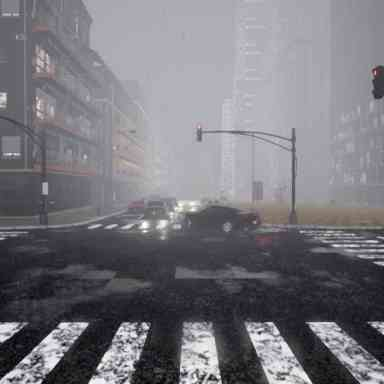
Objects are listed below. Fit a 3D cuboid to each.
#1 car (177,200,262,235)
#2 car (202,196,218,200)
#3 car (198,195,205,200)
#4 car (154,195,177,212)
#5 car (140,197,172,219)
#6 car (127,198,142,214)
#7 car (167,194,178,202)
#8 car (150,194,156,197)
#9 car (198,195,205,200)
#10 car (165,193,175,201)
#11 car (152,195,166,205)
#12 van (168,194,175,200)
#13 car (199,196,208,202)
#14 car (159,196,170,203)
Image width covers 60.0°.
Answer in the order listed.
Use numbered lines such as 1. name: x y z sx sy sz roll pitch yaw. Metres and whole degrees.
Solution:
1. car: 1.609 1.440 18.881 1.882 1.535 5.008 -2 1 -41
2. car: 2.635 1.540 41.120 1.887 1.381 4.507 -1 0 0
3. car: 2.621 1.533 92.131 1.752 1.417 4.829 -1 0 0
4. car: -3.106 1.473 39.789 1.882 1.535 5.008 0 0 0
5. car: -3.107 1.500 29.382 1.837 1.490 4.892 0 0 0
6. car: -5.710 1.540 35.411 1.887 1.381 4.507 -1 0 0
7. car: -3.098 1.522 50.825 1.812 1.442 4.674 0 0 0
8. car: -5.713 1.435 41.060 1.967 1.590 4.097 -1 0 0
9. car: 2.629 1.550 63.715 2.008 1.369 4.403 -1 0 0
10. car: -5.728 1.321 86.252 2.192 1.841 5.009 -1 0 0
11. car: -5.718 1.438 58.007 1.967 1.590 4.097 -1 0 0
12. van: -5.729 1.349 91.900 1.690 1.788 3.998 -1 0 0
13. car: 2.626 1.547 75.014 1.887 1.381 4.507 -1 0 0
14. car: -5.719 1.582 69.305 1.802 1.307 4.206 -1 0 0
